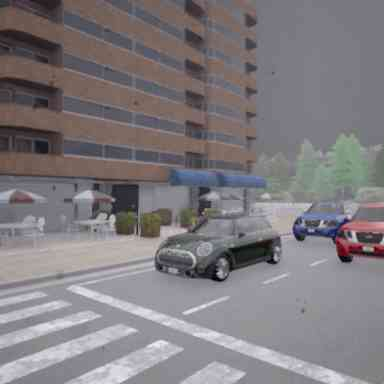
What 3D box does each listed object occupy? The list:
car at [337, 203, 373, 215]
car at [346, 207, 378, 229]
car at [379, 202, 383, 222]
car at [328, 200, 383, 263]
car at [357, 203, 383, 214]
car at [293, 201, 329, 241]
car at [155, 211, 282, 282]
[{"bbox_3d":[21.538,2.202,44.150,1.994,1.385,4.181,0,-1,-13],"label":"car"},{"bbox_3d":[13.098,1.936,25.796,1.994,1.385,4.181,-1,-1,24],"label":"car"},{"bbox_3d":[17.936,1.752,28.624,2.097,1.767,4.553,0,-1,15],"label":"car"},{"bbox_3d":[7.137,1.394,12.093,2.150,2.045,5.566,-1,-1,42],"label":"car"},{"bbox_3d":[25.199,2.185,44.983,2.033,1.411,5.357,0,-1,-16],"label":"car"},{"bbox_3d":[7.385,1.482,17.649,2.150,2.045,5.566,-1,-1,41],"label":"car"},{"bbox_3d":[0.994,1.521,10.511,2.097,1.767,4.553,-1,-1,42],"label":"car"}]
